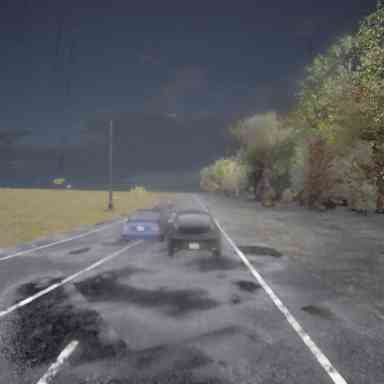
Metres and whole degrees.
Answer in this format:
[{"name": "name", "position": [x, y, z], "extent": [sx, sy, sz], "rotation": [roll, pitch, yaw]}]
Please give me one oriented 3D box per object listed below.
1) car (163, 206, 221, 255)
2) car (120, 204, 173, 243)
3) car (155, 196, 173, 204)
[{"name": "car", "position": [0.083, 1.497, 13.168], "extent": [1.837, 1.490, 4.892], "rotation": [0, 0, 0]}, {"name": "car", "position": [-2.045, 1.537, 16.048], "extent": [2.033, 1.411, 5.357], "rotation": [0, 0, 1]}, {"name": "car", "position": [-3.597, 1.319, 43.357], "extent": [2.097, 1.767, 4.553], "rotation": [0, 0, 0]}]
